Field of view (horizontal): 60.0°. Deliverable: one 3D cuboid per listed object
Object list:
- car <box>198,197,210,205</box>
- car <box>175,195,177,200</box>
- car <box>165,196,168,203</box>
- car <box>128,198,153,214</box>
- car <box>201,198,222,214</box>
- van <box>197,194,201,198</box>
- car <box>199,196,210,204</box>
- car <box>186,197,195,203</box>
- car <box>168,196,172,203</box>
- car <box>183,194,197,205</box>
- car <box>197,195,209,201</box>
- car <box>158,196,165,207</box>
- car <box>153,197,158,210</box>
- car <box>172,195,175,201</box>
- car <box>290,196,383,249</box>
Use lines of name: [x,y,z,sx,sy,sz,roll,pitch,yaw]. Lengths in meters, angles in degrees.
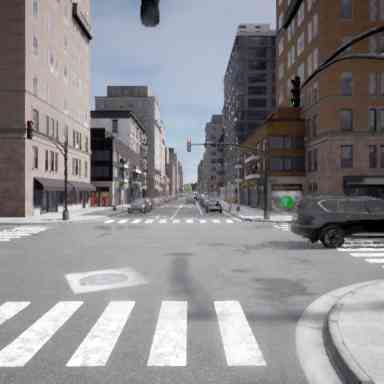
car: [2.263,1.635,63.670,2.008,1.369,4.403,0,0,0]
car: [-5.774,1.702,91.221,1.887,1.381,4.507,0,0,0]
car: [-5.759,1.622,58.156,2.008,1.369,4.403,0,0,0]
car: [-5.749,1.473,36.113,1.967,1.590,4.097,0,0,0]
car: [2.276,1.599,36.116,1.947,1.339,4.313,0,0,0]
van: [2.266,1.413,58.160,1.690,1.788,3.998,0,0,0]
car: [2.271,1.632,47.139,1.802,1.307,4.206,0,0,0]
car: [-0.368,1.705,73.596,1.895,1.301,4.718,0,0,0]
car: [-5.764,1.538,69.178,1.967,1.590,4.097,0,0,0]
car: [-0.273,1.631,63.250,2.033,1.411,5.357,0,0,0]
car: [2.268,1.626,52.649,1.947,1.339,4.313,0,0,0]
car: [-5.756,1.642,52.645,1.802,1.307,4.206,0,0,0]
car: [-5.751,1.481,41.624,1.967,1.590,4.097,0,0,0]
car: [-5.769,1.678,80.199,2.008,1.369,4.403,0,0,0]
car: [6.990,1.182,13.920,5.566,2.045,2.150,0,0,0]
